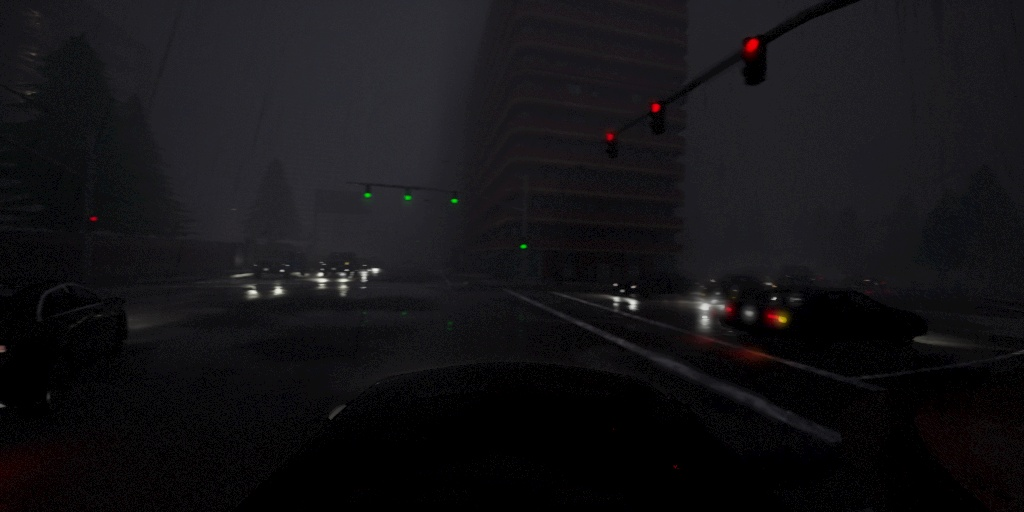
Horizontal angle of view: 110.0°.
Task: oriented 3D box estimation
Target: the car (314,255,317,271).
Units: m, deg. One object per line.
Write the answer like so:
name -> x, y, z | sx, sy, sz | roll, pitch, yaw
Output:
car -> -19.757, 0.672, 36.760 | 2.097, 1.767, 4.553 | 2, 0, -13

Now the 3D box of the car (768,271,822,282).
car -> 19.112, 1.941, 24.179 | 5.357, 1.411, 2.033 | 2, 0, -44

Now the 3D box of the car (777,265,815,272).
car -> 25.419, 1.847, 32.190 | 2.150, 2.045, 5.566 | 2, 0, 30

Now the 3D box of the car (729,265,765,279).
car -> 34.611, 2.361, 53.005 | 2.097, 1.767, 4.553 | 2, 0, -4

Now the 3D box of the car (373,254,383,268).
car -> -19.430, 0.890, 50.802 | 2.128, 1.511, 4.902 | 2, 0, -13

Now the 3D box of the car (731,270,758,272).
car -> 16.232, 1.917, 26.279 | 4.718, 1.301, 1.895 | 2, 0, -44

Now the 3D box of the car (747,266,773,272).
car -> 29.520, 2.276, 41.702 | 1.882, 1.535, 5.008 | 2, 0, 16

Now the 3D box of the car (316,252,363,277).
car -> -14.888, 0.665, 31.351 | 2.150, 2.045, 5.566 | 2, 0, -14

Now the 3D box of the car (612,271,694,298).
car -> 8.409, 1.597, 20.746 | 5.357, 1.411, 2.033 | 2, 0, -26

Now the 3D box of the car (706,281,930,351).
car -> 8.183, 1.534, 9.466 | 5.357, 1.411, 2.033 | 2, 0, -16

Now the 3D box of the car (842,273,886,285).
car -> 34.964, 2.461, 35.697 | 1.812, 1.442, 4.674 | 2, 0, 21

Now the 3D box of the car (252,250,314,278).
car -> -17.529, 0.565, 27.471 | 2.150, 2.045, 5.566 | 2, 0, -12

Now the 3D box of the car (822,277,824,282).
car -> 33.098, 2.451, 40.885 | 2.033, 1.411, 5.357 | 2, 0, 15

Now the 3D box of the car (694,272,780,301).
car -> 11.721, 1.705, 18.633 | 4.181, 1.385, 1.994 | 2, 0, -34

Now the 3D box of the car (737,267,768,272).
car -> 22.873, 2.107, 34.617 | 2.033, 1.411, 5.357 | 2, 0, 29

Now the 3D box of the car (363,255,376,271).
car -> -17.145, 0.925, 40.899 | 1.837, 1.490, 4.892 | 2, 0, -13

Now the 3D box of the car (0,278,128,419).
car -> -6.826, 1.036, 4.740 | 2.128, 1.511, 4.902 | 2, -1, -38
